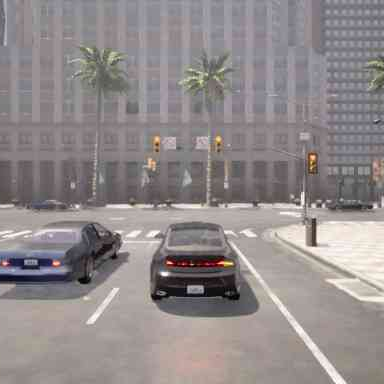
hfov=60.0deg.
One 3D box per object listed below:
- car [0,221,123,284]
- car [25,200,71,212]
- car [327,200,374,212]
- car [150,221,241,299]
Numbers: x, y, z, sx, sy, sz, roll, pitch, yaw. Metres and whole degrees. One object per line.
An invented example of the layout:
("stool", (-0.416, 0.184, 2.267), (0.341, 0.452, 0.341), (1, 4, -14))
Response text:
("car", (-3.422, 1.547, 9.597), (2.033, 1.411, 5.357), (0, 0, 0))
("car", (-16.674, 1.598, 38.579), (4.718, 1.301, 1.895), (0, 0, 0))
("car", (18.215, 1.598, 38.483), (4.718, 1.301, 1.895), (0, 0, 0))
("car", (0.074, 1.504, 8.403), (1.837, 1.490, 4.892), (0, 0, 0))
